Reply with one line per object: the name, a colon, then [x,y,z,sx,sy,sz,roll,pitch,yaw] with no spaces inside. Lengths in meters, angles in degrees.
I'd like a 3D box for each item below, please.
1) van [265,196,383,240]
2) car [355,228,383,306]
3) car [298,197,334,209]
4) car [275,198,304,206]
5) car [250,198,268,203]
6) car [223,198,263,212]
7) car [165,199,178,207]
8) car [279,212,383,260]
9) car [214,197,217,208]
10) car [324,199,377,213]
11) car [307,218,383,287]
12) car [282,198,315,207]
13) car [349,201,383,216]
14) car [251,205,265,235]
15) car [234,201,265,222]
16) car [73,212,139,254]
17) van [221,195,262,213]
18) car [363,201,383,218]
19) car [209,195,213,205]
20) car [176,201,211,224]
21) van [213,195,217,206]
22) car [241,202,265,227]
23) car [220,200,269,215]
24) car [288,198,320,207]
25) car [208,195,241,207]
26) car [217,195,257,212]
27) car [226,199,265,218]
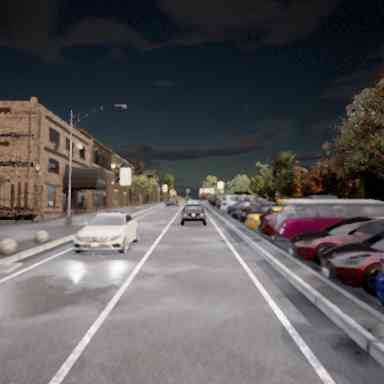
van: [5.523,1.288,13.659,4.442,1.987,1.878,0,0,0]
car: [5.644,1.490,5.249,5.008,1.535,2.097,0,0,0]
car: [18.653,1.576,50.137,4.553,1.767,2.185,0,0,0]
car: [18.687,1.842,64.059,5.008,1.535,2.097,0,-1,0]
car: [18.716,2.322,92.541,4.674,1.452,2.002,0,-1,0]
car: [5.616,1.579,30.471,4.892,1.521,2.231,0,0,0]
car: [-3.297,1.836,55.878,1.994,1.385,4.181,0,0,0]
car: [5.614,1.536,10.856,4.792,1.488,2.163,0,0,0]
car: [5.602,1.647,41.688,4.892,1.521,2.231,0,0,0]
car: [18.505,1.628,38.999,5.366,1.575,1.946,0,0,0]
car: [5.617,1.528,8.052,4.792,1.488,2.163,0,0,0]
car: [18.693,1.775,58.491,5.008,1.535,2.097,0,-1,0]
car: [18.667,1.627,33.428,4.792,1.488,2.163,0,0,0]
car: [5.666,1.551,16.462,4.792,1.488,2.163,0,0,0]
car: [5.625,1.539,22.066,5.008,1.535,2.097,0,0,0]
car: [-3.347,1.568,13.805,1.812,1.442,4.674,0,0,0]
van: [5.727,1.403,38.887,4.442,1.987,1.878,0,0,0]
car: [18.728,1.611,30.643,4.792,1.488,2.163,0,0,0]
car: [5.633,1.449,50.099,5.566,2.045,2.435,0,0,0]
car: [0.106,1.631,25.198,2.033,1.411,5.357,0,0,0]
van: [5.490,1.437,44.493,4.442,1.987,1.878,0,0,0]
car: [5.819,1.527,19.266,5.366,1.575,1.946,0,0,0]
car: [5.608,1.612,36.082,5.008,1.535,2.097,0,0,0]
car: [18.688,1.788,55.704,4.674,1.452,2.002,0,-1,0]
car: [5.637,1.524,58.509,5.566,2.045,2.435,0,-1,0]
car: [5.645,1.344,33.280,5.566,2.045,2.435,0,0,0]
car: [5.594,1.593,27.673,4.792,1.488,2.163,0,0,0]
